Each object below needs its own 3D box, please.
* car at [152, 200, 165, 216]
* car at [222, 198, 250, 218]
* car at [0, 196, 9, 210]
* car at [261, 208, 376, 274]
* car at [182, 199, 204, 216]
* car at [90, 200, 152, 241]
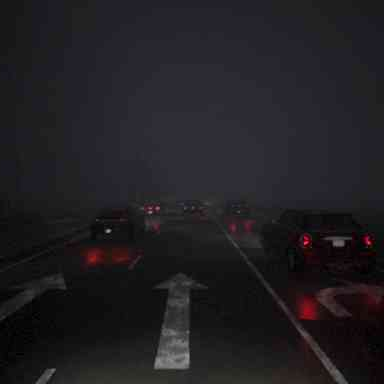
[{"bbox_3d":[-3.410,1.354,29.414,1.895,1.301,4.718,0,0,0],"label":"car"},{"bbox_3d":[3.592,1.260,27.561,2.128,1.511,4.902,0,0,0],"label":"car"},{"bbox_3d":[-15.007,0.914,23.854,1.837,1.490,4.892,0,0,0],"label":"car"},{"bbox_3d":[3.602,1.267,10.375,2.097,1.767,4.553,0,1,-1],"label":"car"},{"bbox_3d":[0.092,1.304,29.046,2.033,1.411,5.357,0,0,0],"label":"car"},{"bbox_3d":[-3.406,1.358,15.937,2.128,1.511,4.902,0,1,0],"label":"car"}]
